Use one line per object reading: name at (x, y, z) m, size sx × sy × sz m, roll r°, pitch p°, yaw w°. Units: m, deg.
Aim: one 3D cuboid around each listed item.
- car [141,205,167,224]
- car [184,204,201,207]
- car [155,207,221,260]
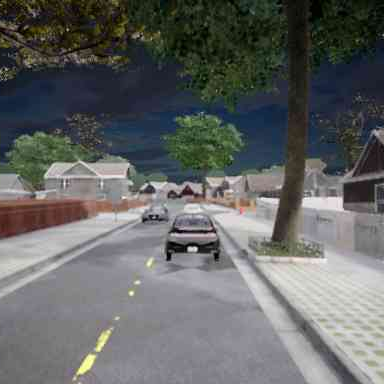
car at (-2.808, 1.728, 26.534) m, size 1.994 × 1.385 × 4.181 m, roll 0°, pitch -1°, yaw 1°
car at (0.026, 1.694, 27.135) m, size 1.812 × 1.442 × 4.674 m, roll 0°, pitch -1°, yaw 0°
car at (0.040, 1.559, 12.624) m, size 2.128 × 1.511 × 4.902 m, roll 0°, pitch 0°, yaw 0°
